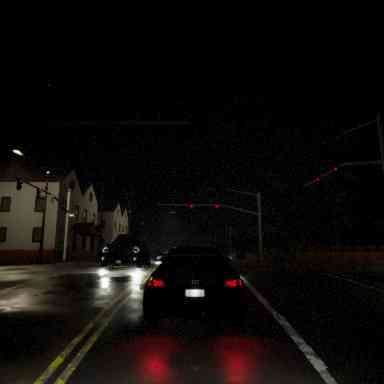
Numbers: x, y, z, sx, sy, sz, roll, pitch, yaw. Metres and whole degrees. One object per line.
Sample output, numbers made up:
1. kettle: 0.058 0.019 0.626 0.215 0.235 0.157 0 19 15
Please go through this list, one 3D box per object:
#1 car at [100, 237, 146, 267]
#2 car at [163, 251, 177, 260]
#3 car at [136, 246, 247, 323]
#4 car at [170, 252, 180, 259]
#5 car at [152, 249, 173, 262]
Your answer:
1. car: -3.615 3.283 18.687 2.097 1.767 4.553 0 -11 0
2. car: -3.657 10.800 56.539 2.128 1.511 4.902 0 -11 0
3. car: 0.062 1.984 7.879 1.994 1.385 4.181 0 -7 0
4. car: -3.589 13.713 71.581 1.837 1.490 4.892 0 -11 0
5. car: -3.652 8.037 42.212 2.128 1.511 4.902 0 -11 0
